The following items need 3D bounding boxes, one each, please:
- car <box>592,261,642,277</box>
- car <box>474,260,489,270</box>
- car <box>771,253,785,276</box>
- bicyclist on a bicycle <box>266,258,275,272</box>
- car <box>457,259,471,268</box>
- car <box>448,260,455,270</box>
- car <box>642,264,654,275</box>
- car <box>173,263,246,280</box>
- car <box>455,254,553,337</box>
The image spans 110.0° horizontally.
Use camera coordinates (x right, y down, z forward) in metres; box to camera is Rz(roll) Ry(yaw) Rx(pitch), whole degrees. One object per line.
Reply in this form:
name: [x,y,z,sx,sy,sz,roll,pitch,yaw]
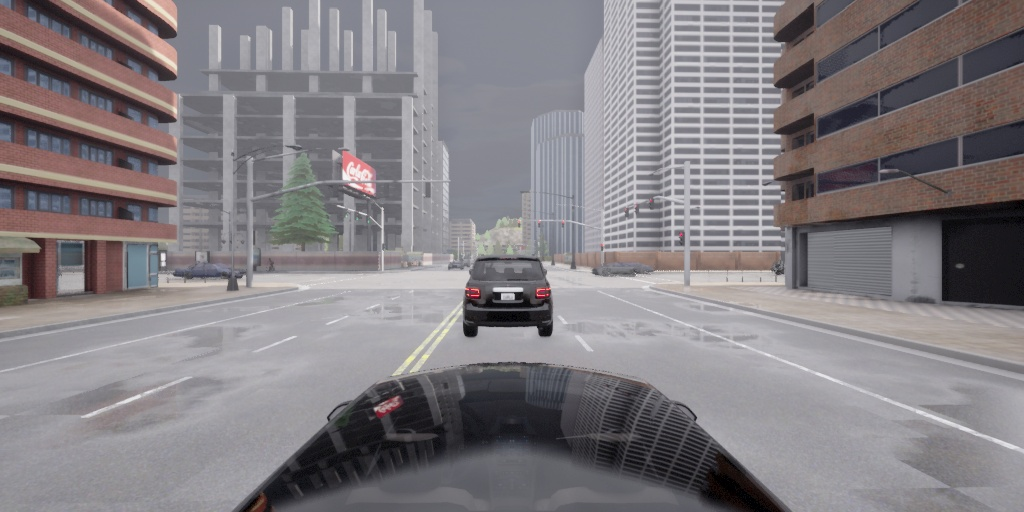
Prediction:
car: [9.901,1.314,34.761,4.181,1.385,1.994,0,0,-9]
car: [-4.625,1.351,54.738,1.895,1.301,4.718,0,0,-1]
car: [29.034,0.972,35.732,5.566,2.045,2.150,0,0,-1]
bicyclist on a bicycle: [-28.675,1.051,42.574,0.582,1.620,1.656,0,0,-1]
car: [-8.244,1.256,61.578,1.837,1.490,4.892,0,0,-1]
car: [-8.077,1.314,52.203,1.994,1.385,4.181,0,0,-1]
car: [12.480,1.297,38.826,5.357,1.411,2.033,0,0,-1]
car: [-25.603,1.297,30.664,5.357,1.411,2.033,0,0,-1]
car: [-0.114,0.971,10.431,2.150,2.045,5.566,0,0,-1]
